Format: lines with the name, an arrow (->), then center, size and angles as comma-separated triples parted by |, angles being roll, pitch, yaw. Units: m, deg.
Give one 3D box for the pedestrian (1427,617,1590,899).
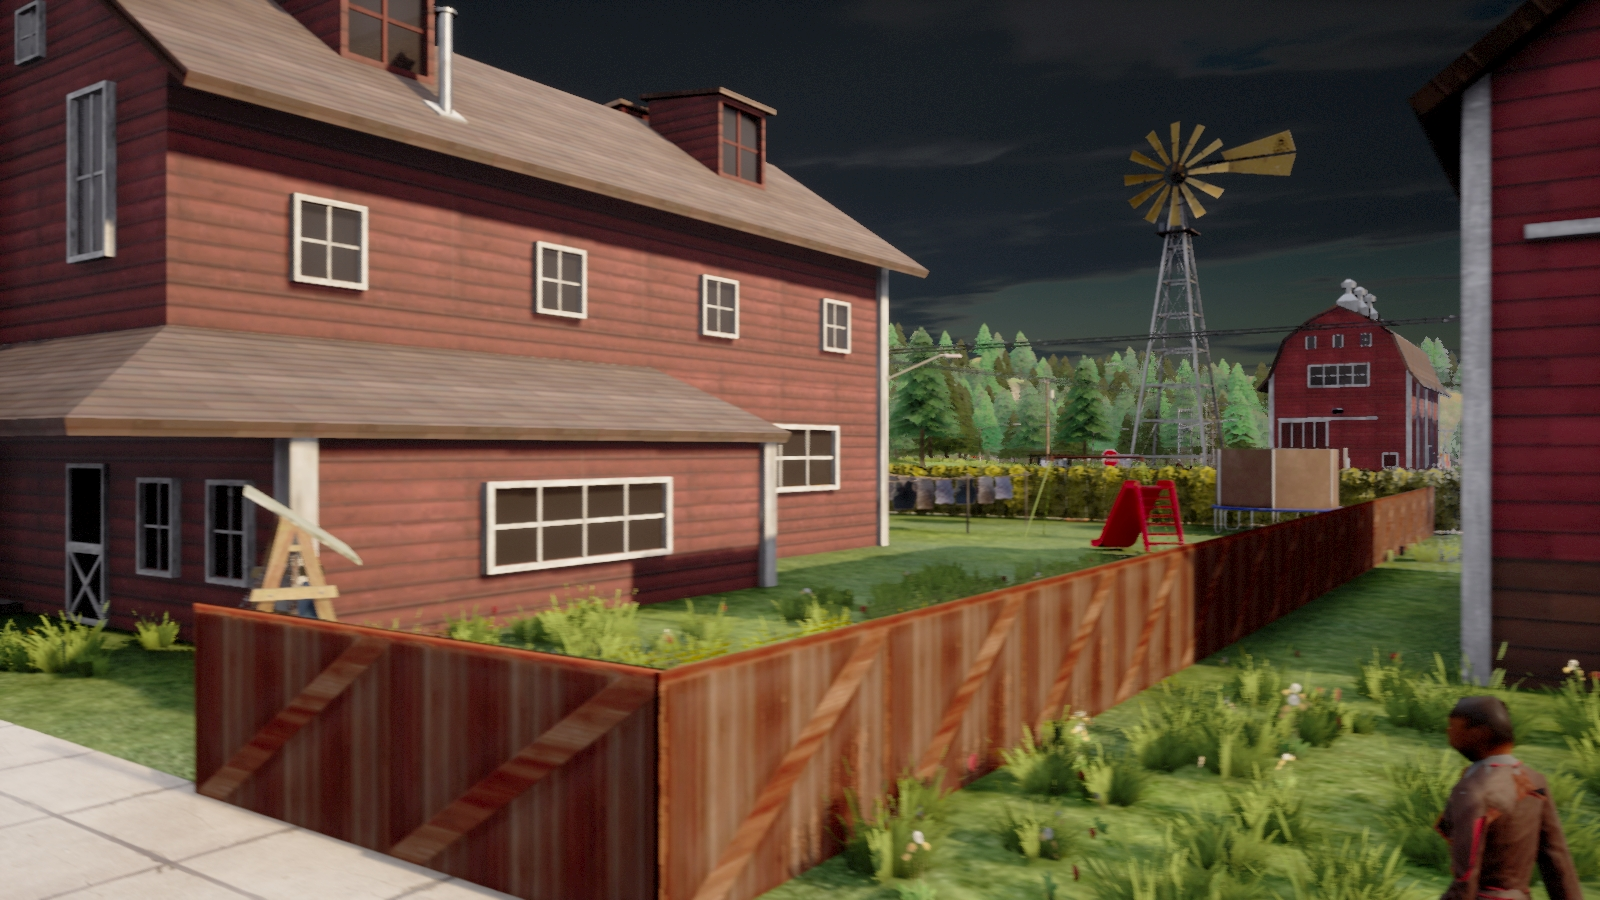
pedestrian -> 2.489, 1.555, 4.020 | 0.375, 1.860, 0.375 | 0, 0, -37
